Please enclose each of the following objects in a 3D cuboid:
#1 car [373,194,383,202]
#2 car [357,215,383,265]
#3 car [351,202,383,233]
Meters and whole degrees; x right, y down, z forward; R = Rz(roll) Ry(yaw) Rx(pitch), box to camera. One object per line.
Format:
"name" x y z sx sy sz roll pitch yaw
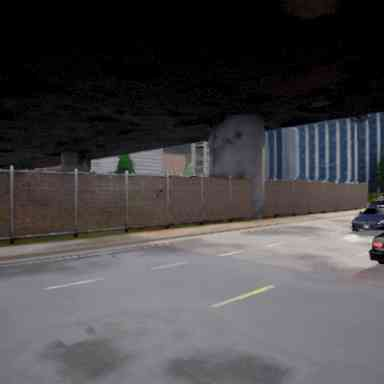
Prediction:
"car" 18.404 1.199 30.842 5.566 2.045 2.150 0 0 -43
"car" 7.477 1.534 10.679 5.357 1.411 2.033 0 0 -43
"car" 10.699 1.515 18.797 4.674 1.442 1.812 0 0 -43
